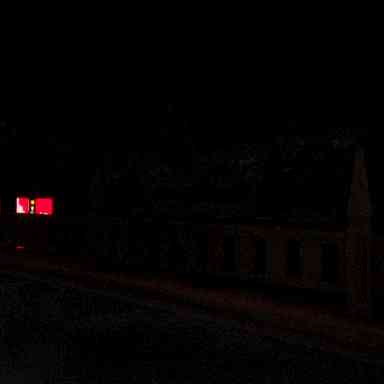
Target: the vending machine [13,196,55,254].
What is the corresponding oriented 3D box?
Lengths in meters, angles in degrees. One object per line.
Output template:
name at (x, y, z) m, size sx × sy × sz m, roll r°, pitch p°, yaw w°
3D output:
vending machine at (-6.039, 1.193, 12.755) m, size 0.880 × 2.100 × 1.100 m, roll 0°, pitch 0°, yaw 29°
